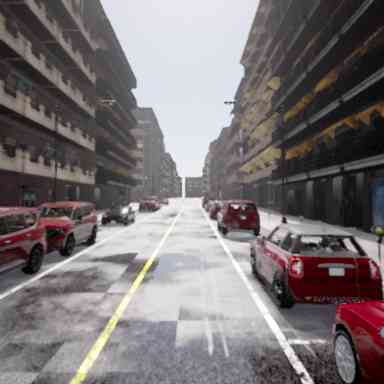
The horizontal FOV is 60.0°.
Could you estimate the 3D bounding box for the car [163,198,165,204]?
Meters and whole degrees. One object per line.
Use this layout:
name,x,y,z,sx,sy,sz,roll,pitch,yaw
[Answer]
car,-5.280,1.730,46.689,1.887,1.381,4.507,1,0,0

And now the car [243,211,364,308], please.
car,2.598,1.465,7.913,1.967,1.590,4.097,1,0,0

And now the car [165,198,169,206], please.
car,-5.275,1.866,63.282,1.802,1.307,4.206,1,0,0

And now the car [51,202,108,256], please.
car,-5.285,1.357,13.506,2.192,1.841,5.009,1,0,0

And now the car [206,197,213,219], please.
car,2.563,1.546,30.038,1.967,1.590,4.097,1,0,0

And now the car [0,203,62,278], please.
car,-5.287,1.340,7.976,2.192,1.841,5.009,1,0,0

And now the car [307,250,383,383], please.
car,2.586,1.553,2.381,1.887,1.381,4.507,1,0,0

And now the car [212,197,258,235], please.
car,2.563,1.376,18.975,2.192,1.841,5.009,1,0,0

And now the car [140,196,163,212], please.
car,-5.276,1.472,41.159,2.192,1.841,5.009,1,0,0

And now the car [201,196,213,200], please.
car,2.574,1.532,52.164,2.192,1.841,5.009,1,0,0

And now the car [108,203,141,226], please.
car,-5.287,1.648,24.568,1.947,1.339,4.313,1,0,0

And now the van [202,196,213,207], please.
van,2.575,1.590,57.695,1.690,1.788,3.998,1,0,0

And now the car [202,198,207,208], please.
car,2.565,1.739,41.100,1.802,1.307,4.206,1,0,0
